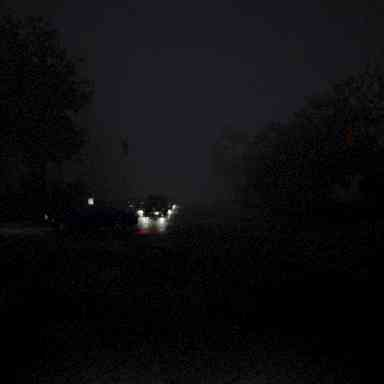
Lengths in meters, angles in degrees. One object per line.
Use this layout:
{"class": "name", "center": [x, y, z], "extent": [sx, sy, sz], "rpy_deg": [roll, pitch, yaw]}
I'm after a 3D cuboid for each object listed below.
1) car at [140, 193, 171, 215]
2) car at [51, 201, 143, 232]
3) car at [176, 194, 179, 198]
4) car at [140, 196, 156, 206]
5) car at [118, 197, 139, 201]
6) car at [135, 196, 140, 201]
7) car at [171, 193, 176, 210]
{"class": "car", "center": [-3.627, 1.237, 34.239], "extent": [2.150, 2.045, 5.566], "rpy_deg": [0, 0, 0]}
{"class": "car", "center": [-5.683, 1.487, 19.648], "extent": [5.008, 1.535, 1.882], "rpy_deg": [0, 0, -3]}
{"class": "car", "center": [-3.839, 1.447, 59.378], "extent": [2.128, 1.511, 4.902], "rpy_deg": [0, 0, -1]}
{"class": "car", "center": [-7.250, 1.465, 55.570], "extent": [2.128, 1.511, 4.902], "rpy_deg": [0, 0, -1]}
{"class": "car", "center": [-7.109, 1.563, 34.059], "extent": [2.033, 1.411, 5.357], "rpy_deg": [0, 0, 0]}
{"class": "car", "center": [-7.133, 1.362, 43.494], "extent": [2.097, 1.767, 4.553], "rpy_deg": [0, 0, 0]}
{"class": "car", "center": [-3.634, 1.363, 43.653], "extent": [2.097, 1.767, 4.553], "rpy_deg": [0, 0, 0]}
